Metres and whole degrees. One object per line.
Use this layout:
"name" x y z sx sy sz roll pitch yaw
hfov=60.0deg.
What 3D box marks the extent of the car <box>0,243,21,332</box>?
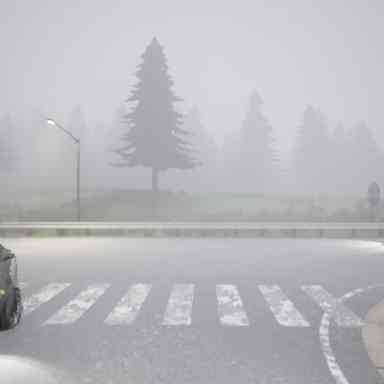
"car" -4.394 1.579 6.237 1.994 1.385 4.181 1 0 -27
